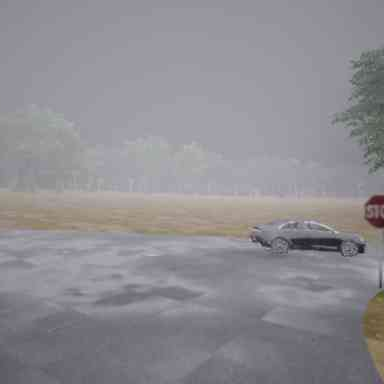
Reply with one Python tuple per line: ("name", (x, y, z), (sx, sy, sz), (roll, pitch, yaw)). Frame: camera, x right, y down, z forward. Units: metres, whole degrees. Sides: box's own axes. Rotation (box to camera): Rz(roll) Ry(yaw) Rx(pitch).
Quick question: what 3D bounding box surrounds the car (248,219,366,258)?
("car", (4.896, 1.923, 14.318), (4.902, 1.511, 2.128), (3, -2, -3))
